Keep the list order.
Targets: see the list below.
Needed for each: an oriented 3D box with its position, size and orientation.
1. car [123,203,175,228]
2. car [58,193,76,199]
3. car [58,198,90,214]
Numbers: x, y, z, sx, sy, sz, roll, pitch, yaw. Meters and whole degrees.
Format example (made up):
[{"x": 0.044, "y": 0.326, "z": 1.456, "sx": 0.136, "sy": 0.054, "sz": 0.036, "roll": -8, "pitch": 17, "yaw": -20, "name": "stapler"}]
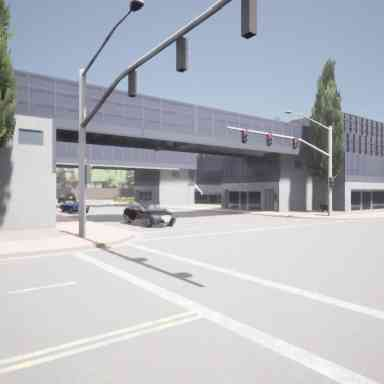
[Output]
[{"x": -2.969, "y": 1.492, "z": 22.272, "sx": 2.128, "sy": 1.511, "sz": 4.902, "roll": 0, "pitch": 0, "yaw": -36, "name": "car"}, {"x": -23.749, "y": 1.221, "z": 63.027, "sx": 2.150, "sy": 2.045, "sz": 5.566, "roll": 0, "pitch": 0, "yaw": -36, "name": "car"}, {"x": -12.412, "y": 1.601, "z": 35.247, "sx": 1.895, "sy": 1.301, "sz": 4.718, "roll": 0, "pitch": 0, "yaw": -36, "name": "car"}]
